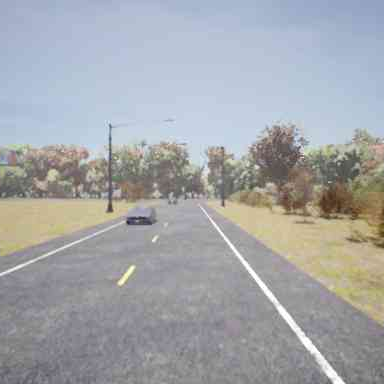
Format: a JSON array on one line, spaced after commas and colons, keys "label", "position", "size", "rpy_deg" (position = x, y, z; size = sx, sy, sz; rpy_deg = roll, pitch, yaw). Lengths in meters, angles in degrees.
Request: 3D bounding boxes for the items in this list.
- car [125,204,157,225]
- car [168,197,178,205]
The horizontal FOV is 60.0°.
[{"label": "car", "position": [-3.722, 1.655, 25.286], "size": [2.033, 1.411, 5.357], "rpy_deg": [0, 0, 0]}, {"label": "car", "position": [-3.836, 1.741, 66.532], "size": [2.128, 1.511, 4.902], "rpy_deg": [0, 0, 0]}]
